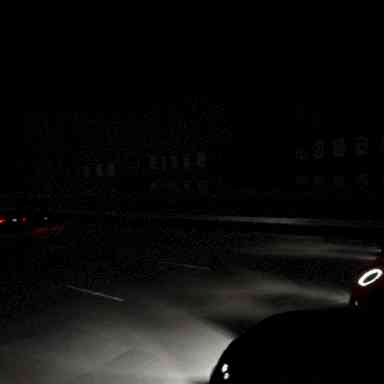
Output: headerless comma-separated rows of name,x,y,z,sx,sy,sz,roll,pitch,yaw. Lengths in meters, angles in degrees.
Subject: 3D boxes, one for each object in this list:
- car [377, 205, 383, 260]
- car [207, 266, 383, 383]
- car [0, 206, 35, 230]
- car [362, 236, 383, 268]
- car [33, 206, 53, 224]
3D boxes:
car,8.689,1.344,10.691,4.553,1.767,2.097,-1,0,35
car,2.157,1.560,2.453,4.181,1.385,1.994,-1,0,35
car,-12.866,1.793,21.758,5.357,1.411,2.033,-1,0,35
car,4.816,1.340,4.856,4.553,1.767,2.097,-1,0,35
car,-12.697,1.795,25.936,4.674,1.442,1.812,-1,0,35
